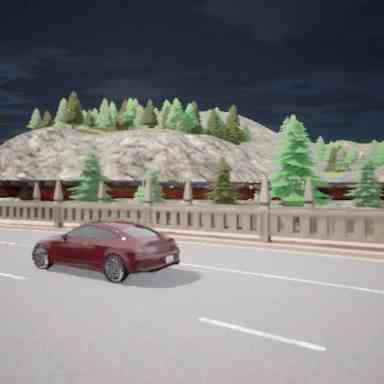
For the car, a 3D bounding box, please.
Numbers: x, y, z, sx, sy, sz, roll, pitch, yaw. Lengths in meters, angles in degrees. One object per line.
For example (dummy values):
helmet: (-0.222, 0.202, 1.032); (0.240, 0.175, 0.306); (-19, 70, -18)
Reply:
car: (-2.526, 1.516, 9.488); (4.674, 1.442, 1.812); (0, 0, 31)
